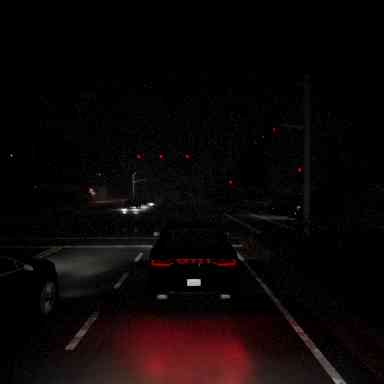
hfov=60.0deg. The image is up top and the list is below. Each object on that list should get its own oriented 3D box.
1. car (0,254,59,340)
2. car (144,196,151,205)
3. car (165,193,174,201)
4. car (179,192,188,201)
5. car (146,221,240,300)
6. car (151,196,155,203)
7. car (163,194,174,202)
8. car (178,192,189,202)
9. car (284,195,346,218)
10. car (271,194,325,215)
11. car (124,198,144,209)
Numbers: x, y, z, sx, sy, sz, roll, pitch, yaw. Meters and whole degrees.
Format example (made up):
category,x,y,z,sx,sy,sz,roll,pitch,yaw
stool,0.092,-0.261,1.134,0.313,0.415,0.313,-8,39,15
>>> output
category,x,y,z,sx,sy,sz,roll,pitch,yaw
car,-3.468,1.492,4.469,2.128,1.511,4.902,0,0,0
car,-8.540,1.601,56.381,1.895,1.301,4.718,0,0,-1
car,-5.705,1.270,85.229,2.097,1.767,4.553,0,0,-1
car,-2.208,1.139,85.378,2.150,2.045,5.566,0,0,-1
car,0.000,1.478,8.461,1.882,1.535,5.008,0,0,-1
car,-8.784,1.499,68.935,2.128,1.511,4.902,0,0,-1
car,-5.430,1.533,74.624,2.033,1.411,5.357,0,0,-1
car,-1.933,1.219,74.774,2.150,2.045,5.566,0,0,-1
car,10.788,1.352,28.929,4.553,1.767,2.097,0,0,-2
car,10.645,1.221,32.455,5.566,2.045,2.150,0,0,-1
car,-8.285,1.526,46.500,1.812,1.442,4.674,0,0,-1
